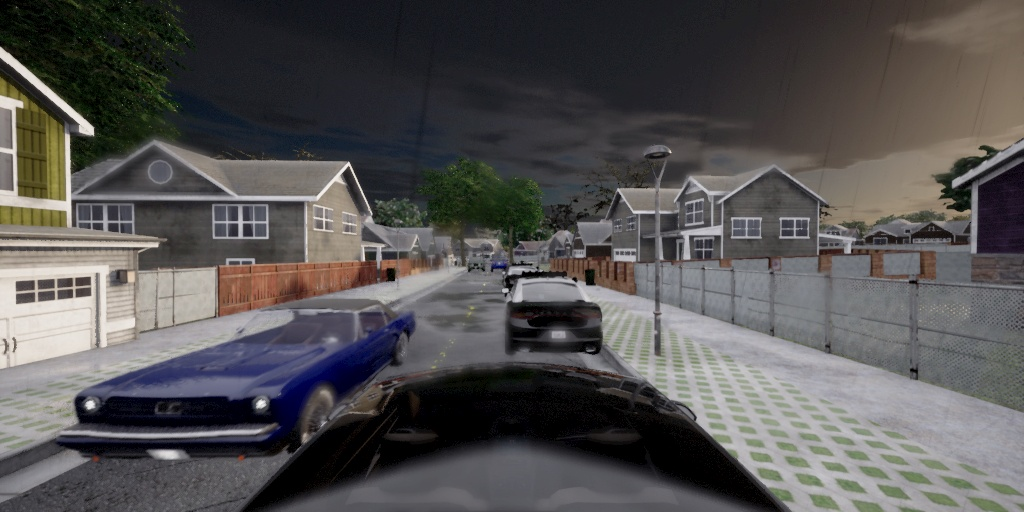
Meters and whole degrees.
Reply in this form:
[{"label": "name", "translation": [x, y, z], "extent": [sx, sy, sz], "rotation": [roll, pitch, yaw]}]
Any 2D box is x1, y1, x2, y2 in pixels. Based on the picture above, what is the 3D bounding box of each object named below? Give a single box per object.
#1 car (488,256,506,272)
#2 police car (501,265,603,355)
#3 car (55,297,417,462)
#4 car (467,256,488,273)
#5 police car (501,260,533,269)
[{"label": "car", "translation": [-1.706, 1.055, 47.464], "extent": [2.150, 2.045, 5.566], "rotation": [0, 0, -3]}, {"label": "police car", "translation": [0.777, 1.176, 8.854], "extent": [1.930, 1.638, 5.238], "rotation": [0, 0, -1]}, {"label": "car", "translation": [-2.885, 1.351, 5.201], "extent": [1.895, 1.301, 4.718], "rotation": [0, 0, 0]}, {"label": "car", "translation": [-4.612, 1.057, 46.881], "extent": [2.150, 2.045, 5.566], "rotation": [0, 0, -3]}, {"label": "police car", "translation": [0.523, 1.187, 18.899], "extent": [1.930, 1.638, 5.238], "rotation": [0, 0, -2]}]
